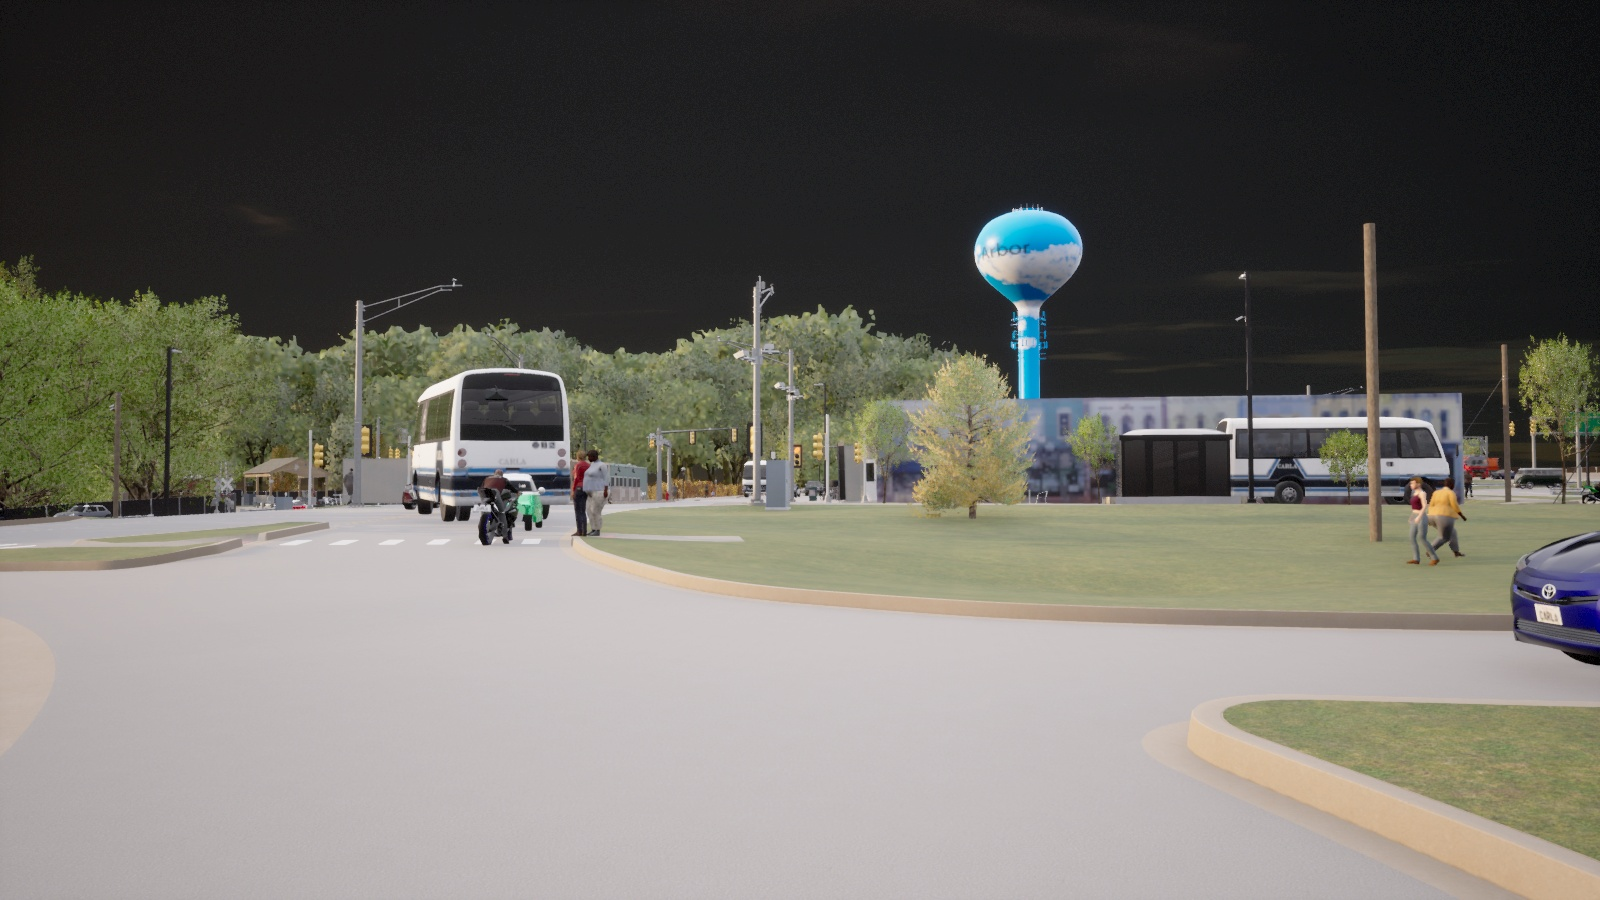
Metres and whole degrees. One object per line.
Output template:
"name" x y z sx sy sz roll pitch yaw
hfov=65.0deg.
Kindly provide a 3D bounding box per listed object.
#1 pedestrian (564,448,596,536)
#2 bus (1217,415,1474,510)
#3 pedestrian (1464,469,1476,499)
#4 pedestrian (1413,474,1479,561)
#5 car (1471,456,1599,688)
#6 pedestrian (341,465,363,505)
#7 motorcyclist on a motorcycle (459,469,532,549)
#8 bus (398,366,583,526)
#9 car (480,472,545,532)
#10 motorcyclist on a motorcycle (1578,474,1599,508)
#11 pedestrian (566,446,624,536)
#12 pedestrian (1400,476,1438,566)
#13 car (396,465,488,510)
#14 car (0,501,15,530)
"pedestrian" -4.636 0.887 26.488 0.636 1.846 0.331 -2 -3 42
"bus" 25.255 0.648 58.805 10.273 4.253 3.944 0 -3 8
"pedestrian" 41.400 2.117 77.646 0.328 1.805 0.869 0 -3 8
"pedestrian" 14.012 1.455 27.247 0.900 1.855 0.874 0 -3 -6
"car" 7.531 0.823 8.827 4.514 1.525 2.007 0 -2 2
"pedestrian" -21.803 1.705 61.124 0.659 1.952 0.873 0 -3 8
"motorcyclist on a motorcycle" -6.114 1.153 25.371 0.866 1.530 2.191 0 -1 2
"bus" -9.868 -0.054 38.898 3.944 4.253 10.273 0 -1 -23
"car" -7.036 1.252 30.901 1.481 1.376 2.207 0 -1 -11
"motorcyclist on a motorcycle" 36.382 1.853 56.627 2.044 1.523 0.797 -2 -3 21
"pedestrian" -4.328 0.871 26.513 0.900 1.855 0.874 2 -3 -39
"pedestrian" 12.816 1.469 26.016 0.594 1.836 0.345 0 -3 5
"car" -13.707 1.435 48.392 2.033 1.649 4.856 0 -2 2
"car" -52.341 4.215 79.888 1.905 1.878 3.866 -1 -1 14
